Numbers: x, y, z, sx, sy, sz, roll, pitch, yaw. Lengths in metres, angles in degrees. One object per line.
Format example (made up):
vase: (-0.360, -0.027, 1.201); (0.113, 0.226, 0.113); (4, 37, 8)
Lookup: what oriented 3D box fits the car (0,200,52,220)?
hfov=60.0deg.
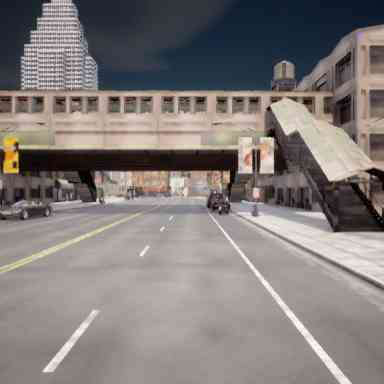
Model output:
car: (-13.505, 1.428, 27.356); (2.231, 1.521, 4.892); (0, 0, 10)

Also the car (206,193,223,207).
car: (3.180, 1.181, 45.981); (2.435, 2.045, 5.566); (0, 0, 0)

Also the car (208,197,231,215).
car: (3.225, 1.546, 38.584); (1.895, 1.301, 4.718); (0, 0, 0)
